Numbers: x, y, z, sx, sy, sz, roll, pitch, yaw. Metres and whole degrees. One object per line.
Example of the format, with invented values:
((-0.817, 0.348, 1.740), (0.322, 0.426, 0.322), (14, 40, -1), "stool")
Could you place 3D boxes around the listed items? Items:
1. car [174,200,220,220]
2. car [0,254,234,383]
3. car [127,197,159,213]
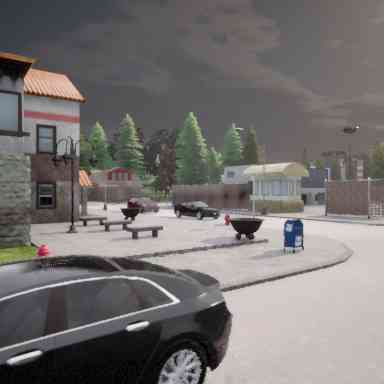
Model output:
((0.348, 1.478, 28.480), (1.882, 1.535, 5.008), (0, 0, -35), "car")
((-1.770, 1.505, 3.343), (4.892, 1.490, 1.837), (0, 0, -36), "car")
((-5.407, 1.352, 36.597), (2.097, 1.767, 4.553), (0, 0, -35), "car")
